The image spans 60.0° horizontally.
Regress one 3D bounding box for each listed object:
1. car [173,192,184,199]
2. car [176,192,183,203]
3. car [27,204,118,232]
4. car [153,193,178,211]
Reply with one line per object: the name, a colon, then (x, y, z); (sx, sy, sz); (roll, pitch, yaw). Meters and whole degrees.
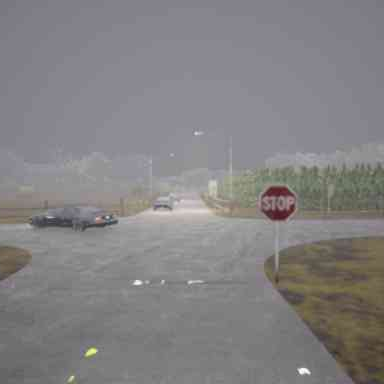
car: (-2.724, 0.742, 67.010); (1.895, 1.301, 4.718); (0, 1, 0)
car: (-2.796, 0.864, 51.299); (1.812, 1.442, 4.674); (0, 1, 1)
car: (-6.741, 1.388, 18.675); (5.357, 1.411, 2.033); (0, 1, 26)
car: (-2.846, 1.136, 34.240); (2.033, 1.411, 5.357); (0, 1, 0)
